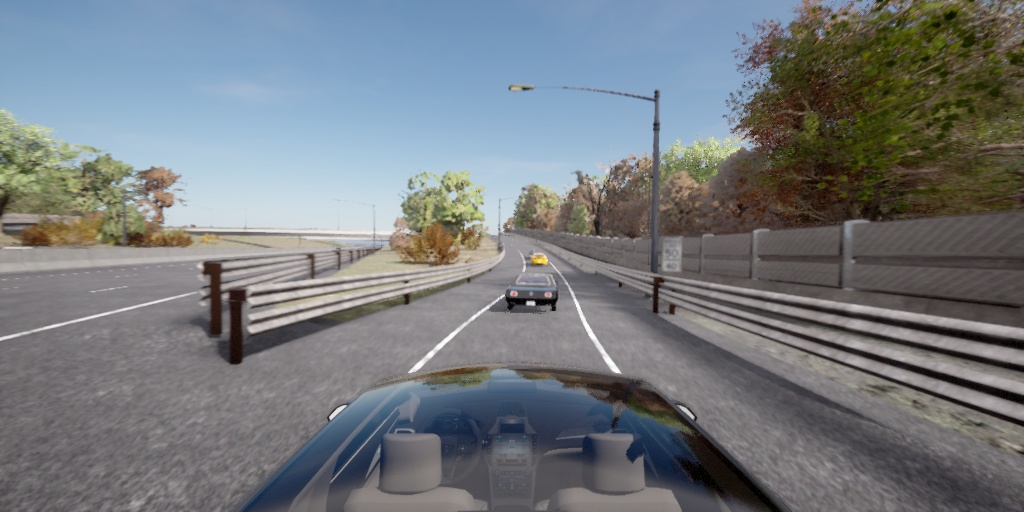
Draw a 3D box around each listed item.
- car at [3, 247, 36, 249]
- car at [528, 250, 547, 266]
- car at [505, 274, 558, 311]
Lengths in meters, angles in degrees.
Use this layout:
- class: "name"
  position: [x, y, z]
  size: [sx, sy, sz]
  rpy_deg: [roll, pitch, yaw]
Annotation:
- class: "car"
  position: [-41.617, -0.033, 30.162]
  size: [1.812, 1.442, 4.674]
  rpy_deg: [0, 1, -19]
- class: "car"
  position: [3.324, 0.376, 44.777]
  size: [1.882, 1.535, 5.008]
  rpy_deg: [1, 3, 1]
- class: "car"
  position: [0.936, 1.373, 14.768]
  size: [1.895, 1.301, 4.718]
  rpy_deg: [1, 0, 7]
